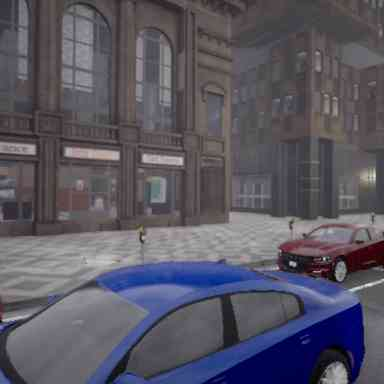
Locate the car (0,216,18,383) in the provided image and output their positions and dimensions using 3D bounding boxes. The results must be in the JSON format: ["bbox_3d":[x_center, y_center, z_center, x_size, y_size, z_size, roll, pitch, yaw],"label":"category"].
[{"bbox_3d":[-4.697,1.302,3.289,5.009,1.841,2.192,0,0,-36],"label":"car"}]

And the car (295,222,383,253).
[{"bbox_3d":[4.412,1.607,9.809,4.507,1.381,1.887,0,0,-36],"label":"car"}]

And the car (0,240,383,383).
[{"bbox_3d":[-0.360,1.487,3.123,5.008,1.535,1.882,0,0,-36],"label":"car"}]
